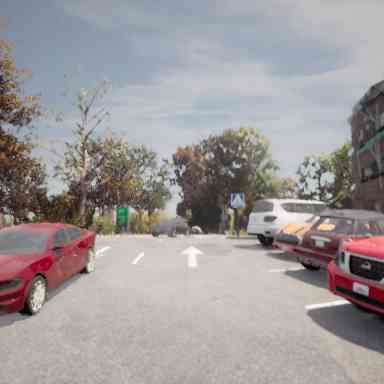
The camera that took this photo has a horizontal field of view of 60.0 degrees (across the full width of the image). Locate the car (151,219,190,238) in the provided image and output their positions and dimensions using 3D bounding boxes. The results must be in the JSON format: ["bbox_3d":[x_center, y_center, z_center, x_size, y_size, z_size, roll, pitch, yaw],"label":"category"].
[{"bbox_3d":[-1.654,2.943,26.870,1.837,1.490,4.892,-3,-7,19],"label":"car"}]

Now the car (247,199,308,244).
[{"bbox_3d":[5.269,1.441,15.352,5.566,2.045,2.435,2,-5,-20],"label":"car"}]

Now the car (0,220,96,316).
[{"bbox_3d":[-3.759,1.499,7.776,1.882,1.535,5.008,0,0,1],"label":"car"}]

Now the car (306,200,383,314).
[{"bbox_3d":[5.325,1.256,6.324,5.566,2.045,2.435,1,0,-20],"label":"car"}]

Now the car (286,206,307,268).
[{"bbox_3d":[5.307,1.391,9.375,4.553,1.767,2.185,1,-1,-20],"label":"car"}]

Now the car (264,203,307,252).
[{"bbox_3d":[5.341,1.439,12.399,4.553,1.767,2.185,2,-3,-21],"label":"car"}]
